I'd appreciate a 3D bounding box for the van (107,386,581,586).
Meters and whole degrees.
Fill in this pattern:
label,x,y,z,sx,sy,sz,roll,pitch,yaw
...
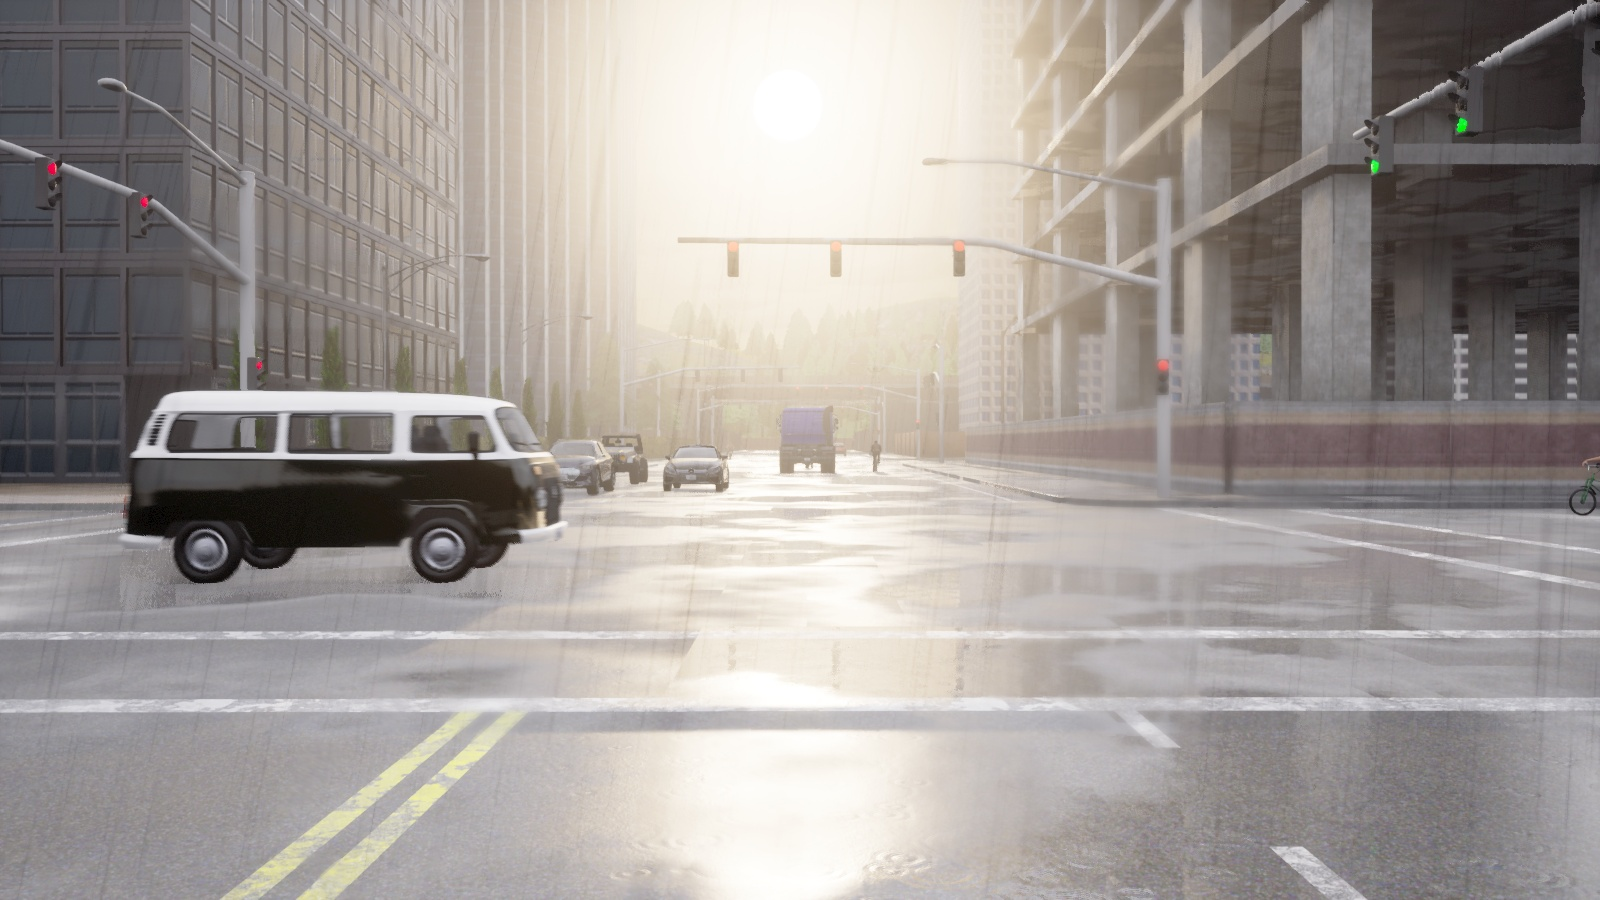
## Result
label,x,y,z,sx,sy,sz,roll,pitch,yaw
van,-4.823,0.360,13.845,4.480,2.038,2.069,0,0,-1

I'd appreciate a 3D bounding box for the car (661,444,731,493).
label,x,y,z,sx,sy,sz,roll,pitch,yaw
car,-3.261,0.543,40.083,1.812,1.442,4.674,0,0,0

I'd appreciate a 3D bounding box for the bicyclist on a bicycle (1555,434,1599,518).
label,x,y,z,sx,sy,sz,roll,pitch,yaw
bicyclist on a bicycle,15.731,0.502,24.463,1.509,1.612,0.866,0,0,0

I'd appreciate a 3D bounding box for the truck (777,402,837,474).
label,x,y,z,sx,sy,sz,roll,pitch,yaw
truck,0.376,-0.599,64.556,2.891,3.462,7.936,0,0,0

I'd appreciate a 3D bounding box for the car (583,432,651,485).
label,x,y,z,sx,sy,sz,roll,pitch,yaw
car,-6.726,0.274,46.513,1.905,1.878,3.866,0,0,0

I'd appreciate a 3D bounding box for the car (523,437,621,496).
label,x,y,z,sx,sy,sz,roll,pitch,yaw
car,-6.774,0.457,37.851,2.033,1.649,4.856,0,0,0
